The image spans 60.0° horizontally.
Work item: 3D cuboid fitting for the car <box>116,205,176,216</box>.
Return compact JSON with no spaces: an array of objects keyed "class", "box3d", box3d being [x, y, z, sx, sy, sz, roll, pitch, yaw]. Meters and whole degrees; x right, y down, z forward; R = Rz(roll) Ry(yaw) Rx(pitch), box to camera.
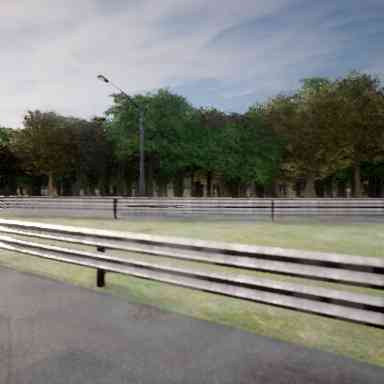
[{"class":"car","box3d":[-3.740,1.232,26.644,4.718,1.301,1.895,0,0,16]}]
